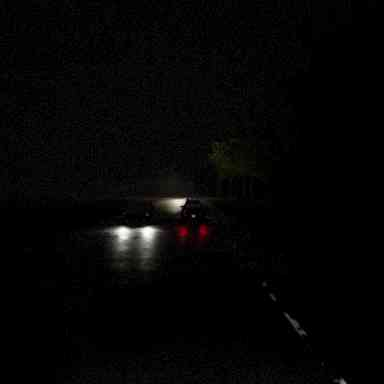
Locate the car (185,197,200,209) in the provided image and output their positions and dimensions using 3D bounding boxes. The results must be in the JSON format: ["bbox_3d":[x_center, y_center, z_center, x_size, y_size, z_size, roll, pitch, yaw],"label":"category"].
[{"bbox_3d":[0.084,1.409,43.320,1.895,1.301,4.718,0,0,0],"label":"car"}]

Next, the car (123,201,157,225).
[{"bbox_3d":[-3.610,1.405,23.644,1.882,1.535,5.008,0,0,0],"label":"car"}]

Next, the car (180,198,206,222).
[{"bbox_3d":[0.093,1.446,25.149,1.812,1.442,4.674,0,0,0],"label":"car"}]
